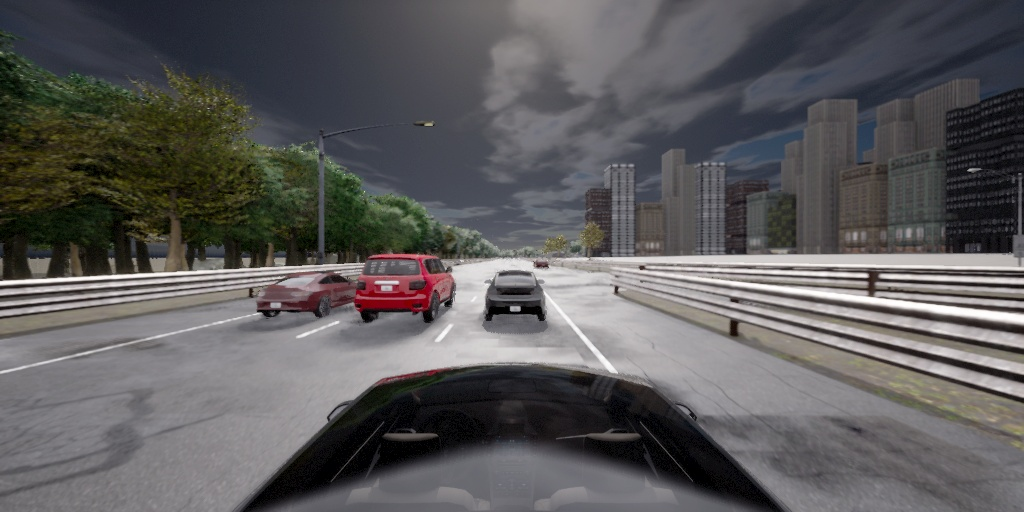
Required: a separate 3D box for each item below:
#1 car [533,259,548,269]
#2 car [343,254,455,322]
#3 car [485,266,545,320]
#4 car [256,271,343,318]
[{"bbox_3d":[4.701,1.301,59.118,1.882,1.535,5.008,0,0,-6],"label":"car"},{"bbox_3d":[-3.403,0.967,12.428,2.150,2.045,5.566,0,0,0],"label":"car"},{"bbox_3d":[0.097,1.251,12.598,1.837,1.490,4.892,0,0,0],"label":"car"},{"bbox_3d":[-6.904,1.271,12.783,1.812,1.442,4.674,0,0,0],"label":"car"}]
